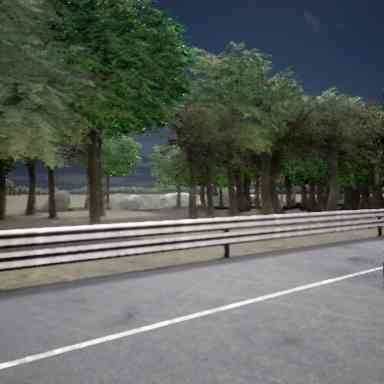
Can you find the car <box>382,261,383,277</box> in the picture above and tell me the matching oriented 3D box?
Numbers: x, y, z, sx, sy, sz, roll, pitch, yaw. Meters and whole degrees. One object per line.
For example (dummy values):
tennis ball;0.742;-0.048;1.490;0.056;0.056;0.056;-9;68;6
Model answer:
car;6.592;1.562;8.217;4.181;1.385;1.994;0;0;-34
